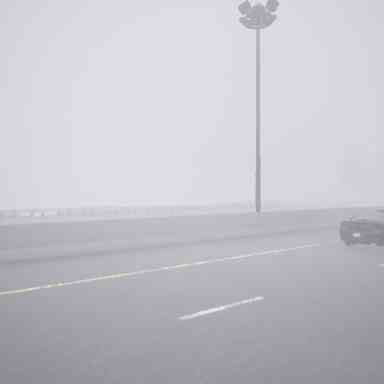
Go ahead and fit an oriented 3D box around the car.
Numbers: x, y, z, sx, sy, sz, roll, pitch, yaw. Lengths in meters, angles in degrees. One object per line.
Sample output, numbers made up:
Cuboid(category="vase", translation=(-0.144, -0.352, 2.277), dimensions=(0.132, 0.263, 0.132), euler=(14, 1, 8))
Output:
Cuboid(category="car", translation=(8.269, 1.482, 14.066), dimensions=(5.008, 1.535, 1.882), euler=(0, 0, -35))
